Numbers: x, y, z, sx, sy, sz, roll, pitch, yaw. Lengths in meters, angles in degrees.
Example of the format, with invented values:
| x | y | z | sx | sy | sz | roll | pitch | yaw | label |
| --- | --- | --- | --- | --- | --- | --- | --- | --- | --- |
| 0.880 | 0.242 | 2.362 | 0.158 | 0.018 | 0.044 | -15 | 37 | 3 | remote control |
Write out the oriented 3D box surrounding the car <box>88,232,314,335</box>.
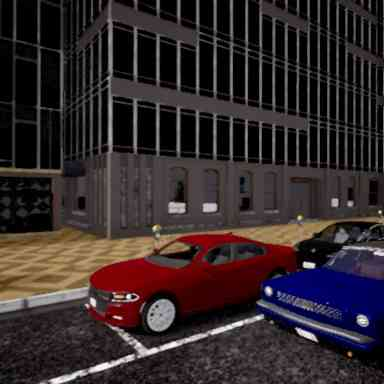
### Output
| x | y | z | sx | sy | sz | roll | pitch | yaw | label |
| --- | --- | --- | --- | --- | --- | --- | --- | --- | --- |
| 0.227 | 1.547 | 6.714 | 4.507 | 1.381 | 1.887 | 0 | 0 | -35 | car |

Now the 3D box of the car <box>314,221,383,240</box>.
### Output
| x | y | z | sx | sy | sz | roll | pitch | yaw | label |
| --- | --- | --- | --- | --- | --- | --- | --- | --- | --- |
| 4.865 | 1.571 | 10.015 | 4.313 | 1.339 | 1.947 | 0 | 0 | -35 | car |

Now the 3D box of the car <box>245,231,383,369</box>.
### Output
| x | y | z | sx | sy | sz | roll | pitch | yaw | label |
| --- | --- | --- | --- | --- | --- | --- | --- | --- | --- |
| 3.334 | 1.604 | 5.748 | 4.718 | 1.301 | 1.895 | 0 | 0 | -35 | car |
